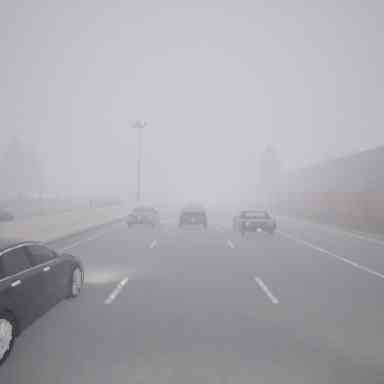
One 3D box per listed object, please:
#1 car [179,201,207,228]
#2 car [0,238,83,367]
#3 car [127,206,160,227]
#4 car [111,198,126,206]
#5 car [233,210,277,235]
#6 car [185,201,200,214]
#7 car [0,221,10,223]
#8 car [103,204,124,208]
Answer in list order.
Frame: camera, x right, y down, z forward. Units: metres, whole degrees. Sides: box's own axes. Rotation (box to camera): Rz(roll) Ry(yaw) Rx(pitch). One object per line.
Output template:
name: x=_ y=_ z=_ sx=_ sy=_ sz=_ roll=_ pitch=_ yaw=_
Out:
car: x=0.085 y=1.659 z=23.977 sx=1.882 sy=1.535 sz=5.008 roll=0 pitch=0 yaw=0
car: x=-3.390 y=1.549 z=5.708 sx=1.837 sy=1.490 sz=4.892 roll=0 pitch=0 yaw=0
car: x=-3.411 y=1.730 z=24.068 sx=2.033 sy=1.411 sz=5.357 roll=0 pitch=0 yaw=0
car: x=-14.032 y=1.974 z=63.945 sx=1.812 sy=1.442 sz=4.674 roll=0 pitch=0 yaw=0
car: x=3.591 y=1.752 z=19.983 sx=1.895 sy=1.301 sz=4.718 roll=0 pitch=0 yaw=0
car: x=0.082 y=1.839 z=41.462 sx=1.812 sy=1.442 sz=4.674 roll=0 pitch=-1 yaw=0
car: x=-14.109 y=1.738 z=22.749 sx=1.994 sy=1.385 sz=4.181 roll=0 pitch=0 yaw=0
car: x=-10.590 y=1.847 z=44.893 sx=1.837 sy=1.490 sz=4.892 roll=0 pitch=-1 yaw=0
